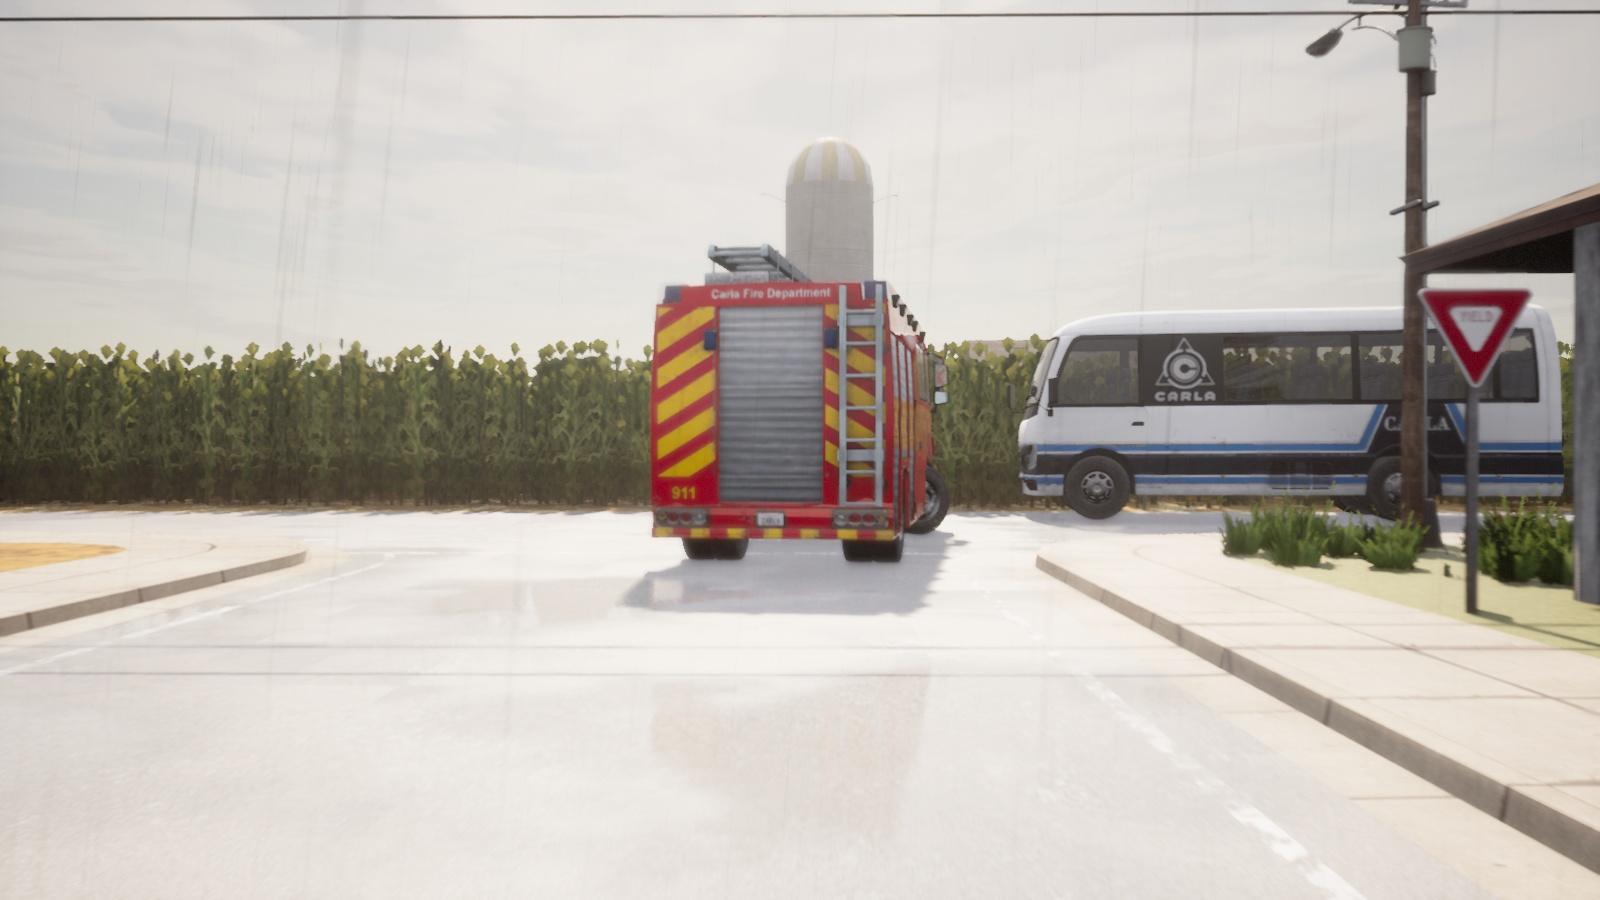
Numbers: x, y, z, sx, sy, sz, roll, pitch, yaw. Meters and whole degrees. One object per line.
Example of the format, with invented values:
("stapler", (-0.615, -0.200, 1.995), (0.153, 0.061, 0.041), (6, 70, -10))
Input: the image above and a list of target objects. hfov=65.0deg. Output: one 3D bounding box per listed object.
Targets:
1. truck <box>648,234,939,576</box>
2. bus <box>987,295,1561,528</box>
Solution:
("truck", (0.359, -0.514, 18.479), (2.891, 3.827, 8.468), (0, 0, 9))
("bus", (9.024, -0.690, 25.509), (10.273, 4.253, 3.944), (0, 0, 8))
